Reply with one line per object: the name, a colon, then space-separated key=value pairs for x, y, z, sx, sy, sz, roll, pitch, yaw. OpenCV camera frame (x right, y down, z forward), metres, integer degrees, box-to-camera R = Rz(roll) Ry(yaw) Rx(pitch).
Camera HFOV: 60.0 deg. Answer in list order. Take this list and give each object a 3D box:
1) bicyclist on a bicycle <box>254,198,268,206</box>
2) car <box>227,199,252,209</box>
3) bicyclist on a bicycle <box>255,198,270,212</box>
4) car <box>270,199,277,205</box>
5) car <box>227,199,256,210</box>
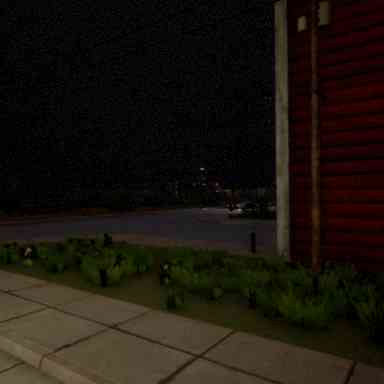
bicyclist on a bicycle: x=7.724 y=1.538 z=38.583 sx=1.656 sy=1.620 sz=0.582 roll=-2 pitch=1 yaw=23
car: x=7.232 y=1.742 z=49.937 sx=1.812 sy=1.442 sz=4.674 roll=-1 pitch=-1 yaw=35
bicyclist on a bicycle: x=8.292 y=1.527 z=38.862 sx=1.656 sy=1.620 sz=0.582 roll=-1 pitch=0 yaw=16
car: x=14.337 y=1.789 z=54.044 sx=1.895 sy=1.301 sz=4.718 roll=-1 pitch=0 yaw=34
car: x=6.379 y=1.691 z=42.476 sx=2.033 sy=1.411 sz=5.357 roll=-2 pitch=-1 yaw=35
